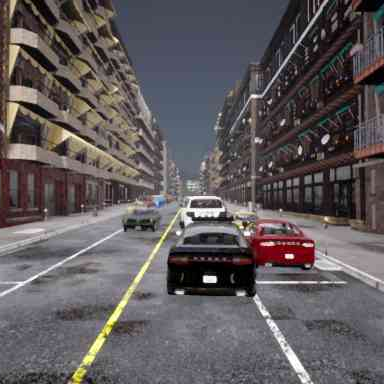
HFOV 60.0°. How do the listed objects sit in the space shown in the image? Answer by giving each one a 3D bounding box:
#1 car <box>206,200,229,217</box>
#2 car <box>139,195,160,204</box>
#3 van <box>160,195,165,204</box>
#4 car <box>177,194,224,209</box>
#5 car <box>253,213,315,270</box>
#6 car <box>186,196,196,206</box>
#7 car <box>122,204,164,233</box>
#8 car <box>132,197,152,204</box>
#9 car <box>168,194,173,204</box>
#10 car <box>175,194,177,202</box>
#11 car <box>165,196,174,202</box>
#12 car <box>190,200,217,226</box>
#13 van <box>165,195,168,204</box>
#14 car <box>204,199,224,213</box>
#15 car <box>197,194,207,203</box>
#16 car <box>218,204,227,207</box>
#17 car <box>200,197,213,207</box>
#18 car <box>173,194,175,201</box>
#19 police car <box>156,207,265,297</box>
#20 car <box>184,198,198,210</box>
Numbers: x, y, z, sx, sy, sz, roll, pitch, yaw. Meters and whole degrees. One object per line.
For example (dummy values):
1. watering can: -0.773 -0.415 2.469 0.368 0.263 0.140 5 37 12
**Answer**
1. car: 2.486 1.588 33.064 1.887 1.381 4.507 1 0 0
2. car: -5.404 1.371 38.636 2.192 1.841 5.009 2 0 0
3. van: -5.438 1.424 49.695 1.690 1.788 3.998 2 0 0
4. car: 0.517 1.241 18.577 2.150 2.045 5.566 0 0 -4
5. car: 2.552 1.553 10.942 1.887 1.381 4.507 1 0 0
6. car: -0.178 1.595 60.152 1.882 1.535 5.008 0 0 0
7. car: -2.911 1.620 20.180 1.895 1.301 4.718 0 0 0
8. car: -5.393 1.569 32.934 1.752 1.417 4.829 2 0 0
9. car: -5.487 1.456 66.288 2.192 1.841 5.009 1 0 0
10. car: -2.990 1.692 80.952 2.128 1.511 4.902 0 0 0
11. car: -5.543 1.775 82.879 1.947 1.339 4.313 1 0 0
12. car: 0.752 1.482 24.800 1.801 1.575 5.366 0 0 0
13. van: -5.455 1.442 55.227 1.690 1.788 3.998 1 0 0
14. car: 2.470 1.606 38.596 2.008 1.369 4.403 1 0 0
15. car: 2.326 1.500 77.312 2.192 1.841 5.009 1 0 0
16. car: 2.536 1.540 16.644 1.752 1.417 4.829 1 0 0
17. car: 2.421 1.646 55.188 1.887 1.381 4.507 1 0 0
18. car: -5.503 1.477 71.817 2.192 1.841 5.009 1 0 0
19. police car: 0.547 1.432 8.789 1.930 1.638 5.238 0 0 5
20. car: -0.129 1.577 45.620 1.837 1.490 4.892 0 0 0
